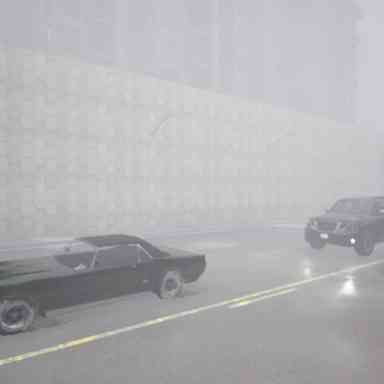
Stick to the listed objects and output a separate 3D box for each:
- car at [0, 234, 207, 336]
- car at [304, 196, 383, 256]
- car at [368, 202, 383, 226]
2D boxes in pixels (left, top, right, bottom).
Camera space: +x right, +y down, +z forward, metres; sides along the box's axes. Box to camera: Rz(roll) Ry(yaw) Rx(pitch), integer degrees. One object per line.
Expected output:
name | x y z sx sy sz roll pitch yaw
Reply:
car | -2.068 1.600 6.823 4.718 1.301 1.895 0 0 -36
car | 6.933 1.216 13.480 5.566 2.045 2.150 0 0 -36
car | 14.503 1.497 23.318 4.892 1.490 1.837 1 0 -36
